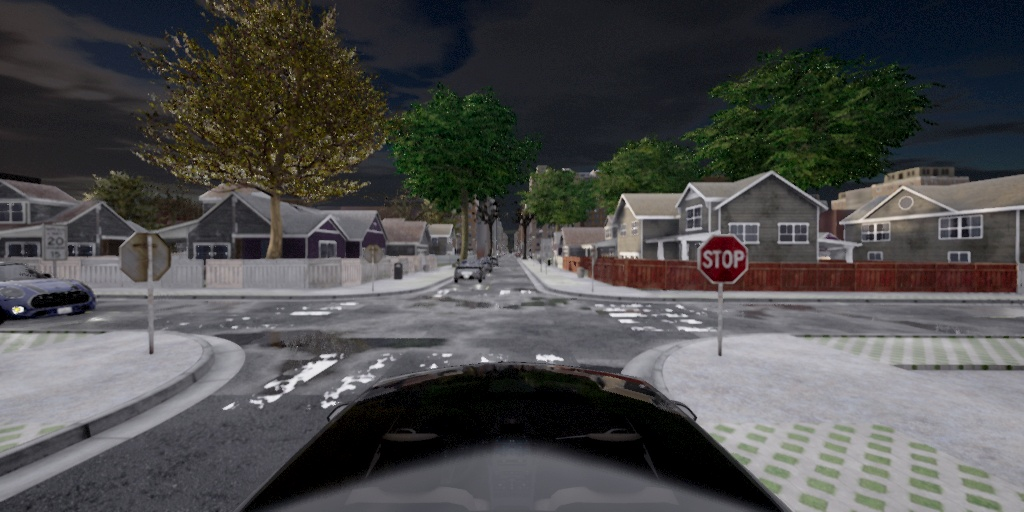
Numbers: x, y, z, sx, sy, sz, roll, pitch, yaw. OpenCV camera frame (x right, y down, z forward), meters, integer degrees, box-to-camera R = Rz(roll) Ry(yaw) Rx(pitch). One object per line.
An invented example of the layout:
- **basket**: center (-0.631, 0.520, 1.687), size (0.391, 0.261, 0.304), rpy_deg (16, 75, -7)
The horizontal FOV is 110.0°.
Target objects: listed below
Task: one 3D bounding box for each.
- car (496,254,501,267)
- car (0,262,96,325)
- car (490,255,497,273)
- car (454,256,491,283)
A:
- **car**: center (-2.855, 0.780, 49.979), size (1.812, 1.442, 4.674), rpy_deg (0, 1, 0)
- **car**: center (-14.920, 0.941, 10.162), size (4.553, 1.767, 2.097), rpy_deg (0, 1, 0)
- **car**: center (-2.868, 0.889, 35.649), size (2.128, 1.511, 4.902), rpy_deg (0, 1, 0)
- **car**: center (-2.859, 0.997, 25.022), size (2.128, 1.511, 4.902), rpy_deg (0, 1, 0)
